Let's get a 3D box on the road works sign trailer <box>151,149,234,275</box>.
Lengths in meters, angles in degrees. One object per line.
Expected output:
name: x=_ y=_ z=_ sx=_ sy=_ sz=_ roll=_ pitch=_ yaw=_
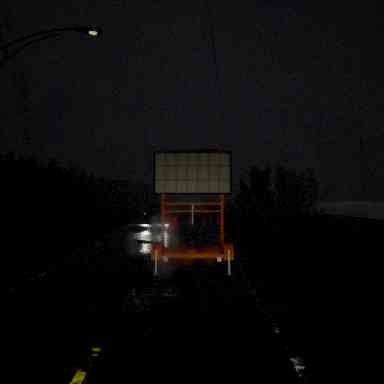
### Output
road works sign trailer: x=0.019 y=0.471 z=10.417 sx=2.380 sy=3.560 sz=2.880 roll=0 pitch=0 yaw=0

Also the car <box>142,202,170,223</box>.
car: x=-2.704 y=1.554 z=25.995 sx=1.812 sy=1.442 sz=4.674 roll=0 pitch=0 yaw=0
